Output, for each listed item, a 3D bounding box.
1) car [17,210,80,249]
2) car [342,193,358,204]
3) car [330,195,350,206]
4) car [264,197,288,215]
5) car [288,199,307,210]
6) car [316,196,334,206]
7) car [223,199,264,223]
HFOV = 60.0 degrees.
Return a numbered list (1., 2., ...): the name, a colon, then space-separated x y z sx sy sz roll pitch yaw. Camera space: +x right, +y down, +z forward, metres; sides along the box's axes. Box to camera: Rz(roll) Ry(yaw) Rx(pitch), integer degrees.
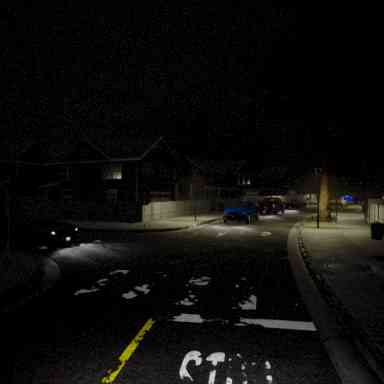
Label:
1. car: -7.491 1.453 14.040 5.357 1.411 2.033 1 0 17
2. car: 28.599 1.115 60.374 2.150 2.045 5.566 0 0 34
3. car: 22.966 1.530 52.114 1.895 1.301 4.718 0 0 34
4. car: 8.092 1.346 34.318 2.097 1.767 4.553 0 0 29
5. car: 13.360 1.575 43.011 1.895 1.301 4.718 0 0 34
6. car: 22.575 1.466 56.419 1.837 1.490 4.892 0 0 34
7. car: 3.884 1.482 25.638 1.882 1.535 5.008 0 0 23
